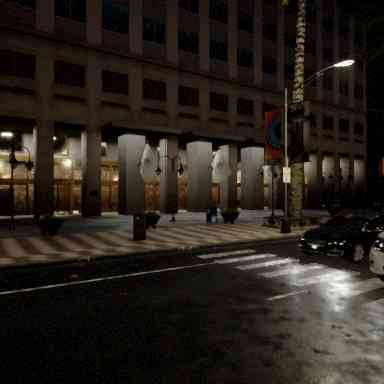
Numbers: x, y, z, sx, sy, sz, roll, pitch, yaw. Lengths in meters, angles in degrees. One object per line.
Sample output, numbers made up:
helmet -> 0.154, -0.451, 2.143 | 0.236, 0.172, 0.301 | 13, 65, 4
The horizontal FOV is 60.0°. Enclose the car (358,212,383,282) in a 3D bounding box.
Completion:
car -> 6.880, 1.221, 8.406 | 5.566, 2.045, 2.150 | 0, 0, -32

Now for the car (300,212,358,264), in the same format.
car -> 5.949, 1.505, 11.956 | 4.892, 1.490, 1.837 | 0, 0, -33
